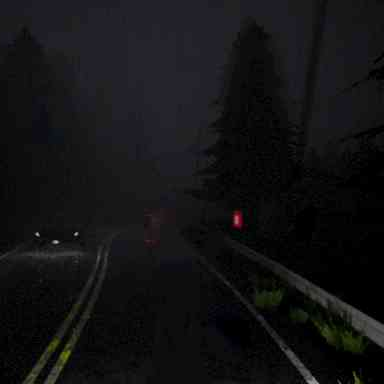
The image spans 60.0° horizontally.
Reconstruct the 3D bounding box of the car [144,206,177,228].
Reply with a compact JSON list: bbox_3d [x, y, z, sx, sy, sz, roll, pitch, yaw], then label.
[{"bbox_3d":[-2.257,1.813,24.222,1.837,1.490,4.892,-1,-3,3],"label":"car"}]

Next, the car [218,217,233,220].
[{"bbox_3d":[4.394,3.988,42.102,1.837,1.490,4.892,-3,-10,34],"label":"car"}]

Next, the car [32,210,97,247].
[{"bbox_3d":[-5.412,1.500,14.862,2.033,1.411,5.357,0,-1,-9],"label":"car"}]

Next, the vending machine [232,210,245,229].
[{"bbox_3d":[5.297,3.105,37.952,1.100,2.100,0.880,3,-2,31],"label":"vending machine"}]
